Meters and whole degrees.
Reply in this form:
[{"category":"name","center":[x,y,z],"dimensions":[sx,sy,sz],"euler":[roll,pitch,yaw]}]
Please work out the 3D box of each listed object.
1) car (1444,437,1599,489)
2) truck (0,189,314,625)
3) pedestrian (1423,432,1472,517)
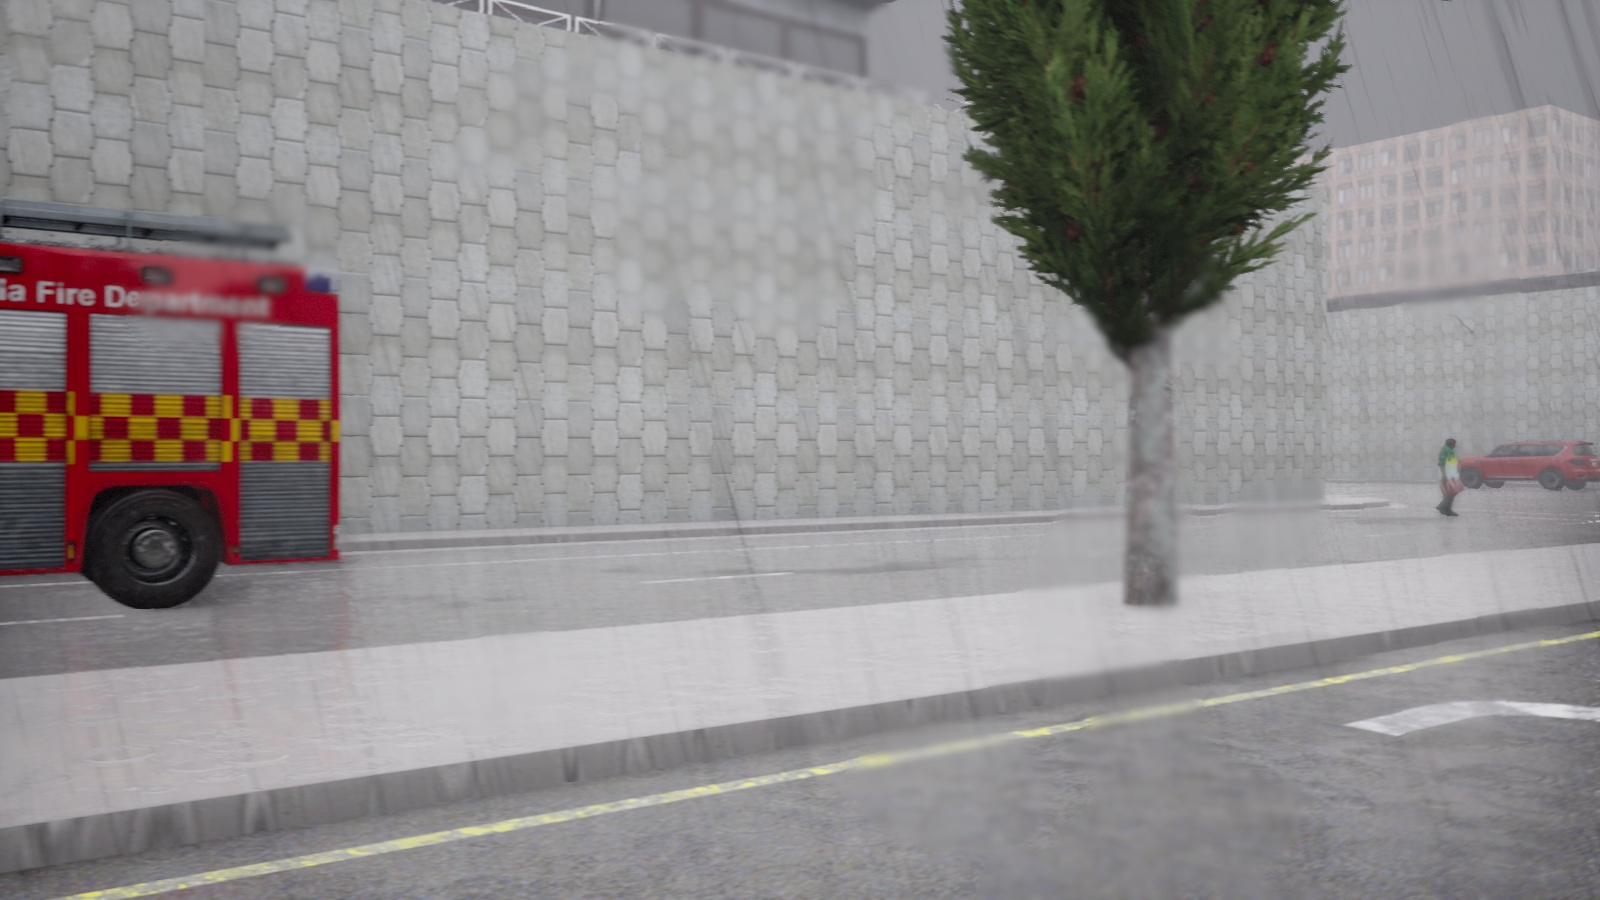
[{"category":"car","center":[30.557,0.529,53.076],"dimensions":[2.150,2.045,5.566],"euler":[0,0,-34]},{"category":"truck","center":[-9.153,-0.373,11.308],"dimensions":[8.468,3.827,2.891],"euler":[0,0,-35]},{"category":"pedestrian","center":[15.121,0.556,29.337],"dimensions":[0.873,1.952,0.659],"euler":[0,0,43]}]
